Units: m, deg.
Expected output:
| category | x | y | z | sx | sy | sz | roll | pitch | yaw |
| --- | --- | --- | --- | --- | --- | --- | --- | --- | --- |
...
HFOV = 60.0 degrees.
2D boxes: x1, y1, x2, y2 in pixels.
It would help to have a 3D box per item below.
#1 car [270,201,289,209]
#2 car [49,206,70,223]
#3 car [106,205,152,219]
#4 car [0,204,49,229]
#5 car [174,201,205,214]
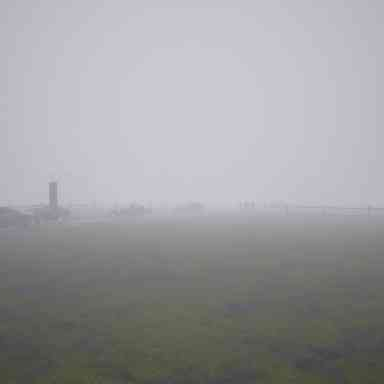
| category | x | y | z | sx | sy | sz | roll | pitch | yaw |
| --- | --- | --- | --- | --- | --- | --- | --- | --- | --- |
| car | 15.703 | 2.258 | 59.443 | 2.033 | 1.411 | 5.357 | -1 | -1 | 36 |
| car | -11.820 | 1.715 | 25.591 | 2.128 | 1.511 | 4.902 | -1 | -1 | 35 |
| car | -6.268 | 1.944 | 33.448 | 1.895 | 1.301 | 4.718 | -1 | -1 | 35 |
| car | -11.808 | 1.627 | 20.501 | 1.837 | 1.490 | 4.892 | -1 | -1 | 35 |
| car | -0.314 | 1.948 | 41.860 | 1.882 | 1.535 | 5.008 | -1 | -1 | 35 |
